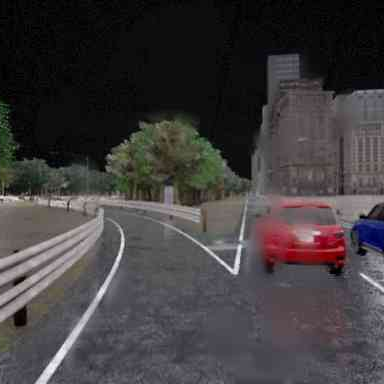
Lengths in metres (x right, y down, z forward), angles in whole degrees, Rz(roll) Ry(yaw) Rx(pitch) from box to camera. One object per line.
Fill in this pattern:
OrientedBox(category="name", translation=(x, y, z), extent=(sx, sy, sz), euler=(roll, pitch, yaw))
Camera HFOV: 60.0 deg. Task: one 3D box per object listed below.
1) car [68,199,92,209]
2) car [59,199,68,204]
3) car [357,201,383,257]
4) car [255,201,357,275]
OrientedBox(category="car", translation=(-17.187, 1.781, 51.757), extent=(1.882, 1.535, 5.008), euler=(0, 0, -36))
OrientedBox(category="car", translation=(-23.000, 1.871, 60.231), extent=(1.895, 1.301, 4.718), euler=(0, 0, -29))
OrientedBox(category="car", translation=(6.827, 1.284, 10.504), extent=(2.150, 2.045, 5.566), euler=(0, 0, 10))
OrientedBox(category="car", translation=(3.356, 1.313, 11.065), extent=(2.150, 2.045, 5.566), euler=(-1, -1, 10))
